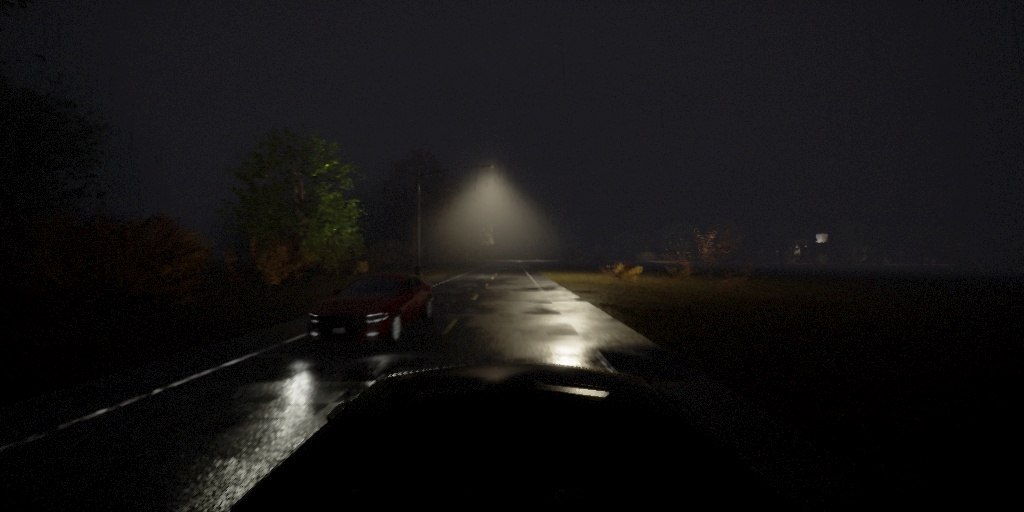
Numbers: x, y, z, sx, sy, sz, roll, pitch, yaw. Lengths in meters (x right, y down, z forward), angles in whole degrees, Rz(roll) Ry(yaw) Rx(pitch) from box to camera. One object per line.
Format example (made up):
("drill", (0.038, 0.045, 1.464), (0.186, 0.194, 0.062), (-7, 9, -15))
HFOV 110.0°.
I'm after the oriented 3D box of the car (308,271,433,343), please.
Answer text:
("car", (-3.538, 1.230, 9.862), (1.882, 1.535, 5.008), (0, 1, 1))
